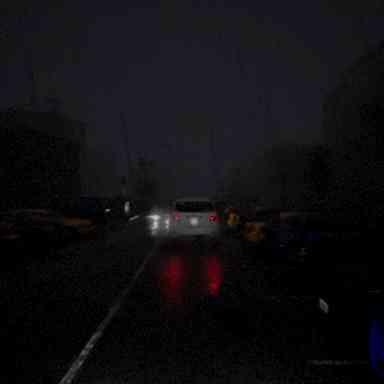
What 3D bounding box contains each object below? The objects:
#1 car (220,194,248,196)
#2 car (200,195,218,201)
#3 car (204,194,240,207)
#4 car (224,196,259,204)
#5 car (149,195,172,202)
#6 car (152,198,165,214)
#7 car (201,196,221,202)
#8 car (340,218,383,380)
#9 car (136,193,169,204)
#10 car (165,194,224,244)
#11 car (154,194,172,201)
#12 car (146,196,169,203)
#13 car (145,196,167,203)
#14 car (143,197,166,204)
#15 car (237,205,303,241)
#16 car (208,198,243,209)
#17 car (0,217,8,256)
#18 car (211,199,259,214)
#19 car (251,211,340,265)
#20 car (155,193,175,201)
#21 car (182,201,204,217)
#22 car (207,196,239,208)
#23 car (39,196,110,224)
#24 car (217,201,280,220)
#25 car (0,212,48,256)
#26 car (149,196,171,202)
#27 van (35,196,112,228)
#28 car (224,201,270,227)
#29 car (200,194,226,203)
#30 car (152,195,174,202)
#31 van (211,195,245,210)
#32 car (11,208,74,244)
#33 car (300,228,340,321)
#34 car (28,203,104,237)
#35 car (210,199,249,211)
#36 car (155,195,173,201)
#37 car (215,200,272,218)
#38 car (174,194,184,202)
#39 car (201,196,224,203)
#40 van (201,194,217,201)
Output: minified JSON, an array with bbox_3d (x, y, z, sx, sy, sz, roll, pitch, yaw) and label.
[{"bbox_3d":[4.681,1.439,39.162,4.553,1.767,2.185,0,0,0],"label":"car"},{"bbox_3d":[4.646,1.655,92.252,4.892,1.521,2.231,0,1,0],"label":"car"},{"bbox_3d":[4.679,1.346,53.130,5.566,2.045,2.435,0,0,0],"label":"car"},{"bbox_3d":[4.618,1.407,25.194,4.553,1.767,2.185,0,0,0],"label":"car"},{"bbox_3d":[-7.863,1.663,83.127,5.366,1.575,1.946,0,0,0],"label":"car"},{"bbox_3d":[-3.097,1.680,36.339,1.895,1.301,4.718,0,0,0],"label":"car"},{"bbox_3d":[4.646,1.663,81.190,4.892,1.521,2.231,0,0,0],"label":"car"},{"bbox_3d":[4.621,1.230,2.844,5.566,2.045,2.435,0,0,0],"label":"car"},{"bbox_3d":[-7.707,1.368,62.560,5.566,2.045,2.435,0,0,0],"label":"car"},{"bbox_3d":[0.095,1.254,16.038,2.150,2.045,5.566,0,0,0],"label":"car"},{"bbox_3d":[-7.647,1.550,89.008,4.553,1.767,2.185,0,0,0],"label":"car"},{"bbox_3d":[-7.707,1.676,74.313,4.792,1.488,2.163,0,0,0],"label":"car"},{"bbox_3d":[-7.675,1.680,71.374,4.674,1.452,2.002,0,0,0],"label":"car"},{"bbox_3d":[-7.675,1.673,68.311,4.674,1.452,2.002,0,0,0],"label":"car"},{"bbox_3d":[4.836,1.504,14.018,5.366,1.575,1.946,0,0,0],"label":"car"},{"bbox_3d":[4.679,1.614,47.543,4.792,1.488,2.163,0,0,0],"label":"car"},{"bbox_3d":[-7.651,1.524,8.290,4.792,1.488,2.163,0,0,0],"label":"car"},{"bbox_3d":[4.646,1.559,36.492,5.008,1.535,2.097,0,0,0],"label":"car"},{"bbox_3d":[4.679,1.530,11.224,4.792,1.488,2.163,0,0,0],"label":"car"},{"bbox_3d":[-7.649,1.367,94.780,5.566,2.045,2.435,0,1,0],"label":"car"},{"bbox_3d":[0.094,1.634,32.576,1.994,1.385,4.181,0,0,0],"label":"car"},{"bbox_3d":[4.620,1.465,50.335,4.553,1.767,2.185,0,0,0],"label":"car"},{"bbox_3d":[-7.708,1.269,19.329,5.566,2.045,2.435,0,0,0],"label":"car"},{"bbox_3d":[4.644,1.540,27.986,4.892,1.521,2.231,0,0,0],"label":"car"},{"bbox_3d":[-7.677,1.541,11.079,4.674,1.452,2.002,0,0,0],"label":"car"},{"bbox_3d":[-7.684,1.661,80.064,4.892,1.521,2.231,0,0,0],"label":"car"},{"bbox_3d":[-7.796,1.301,22.120,4.442,1.987,1.878,0,0,0],"label":"van"},{"bbox_3d":[4.836,1.517,19.605,5.366,1.575,1.946,0,0,0],"label":"car"},{"bbox_3d":[4.624,1.391,72.684,5.566,2.045,2.435,0,0,0],"label":"car"},{"bbox_3d":[-7.493,1.670,86.066,5.366,1.575,1.946,0,0,0],"label":"car"},{"bbox_3d":[4.768,1.352,44.748,4.442,1.987,1.878,0,0,0],"label":"van"},{"bbox_3d":[-7.677,1.547,13.746,4.674,1.452,2.002,0,0,0],"label":"car"},{"bbox_3d":[4.621,1.518,5.637,4.792,1.488,2.163,0,0,0],"label":"car"},{"bbox_3d":[-7.495,1.511,16.663,5.366,1.575,1.946,0,0,0],"label":"car"},{"bbox_3d":[4.648,1.611,41.954,4.674,1.452,2.002,0,0,0],"label":"car"},{"bbox_3d":[-7.683,1.659,91.838,5.008,1.535,2.097,0,0,0],"label":"car"},{"bbox_3d":[4.657,1.547,30.780,4.892,1.521,2.231,0,0,0],"label":"car"},{"bbox_3d":[-2.998,1.298,77.973,2.097,1.767,4.553,0,0,0],"label":"car"},{"bbox_3d":[4.646,1.648,75.478,5.008,1.535,2.097,0,0,0],"label":"car"},{"bbox_3d":[4.536,1.449,89.443,4.442,1.987,1.878,0,0,0],"label":"van"}]
